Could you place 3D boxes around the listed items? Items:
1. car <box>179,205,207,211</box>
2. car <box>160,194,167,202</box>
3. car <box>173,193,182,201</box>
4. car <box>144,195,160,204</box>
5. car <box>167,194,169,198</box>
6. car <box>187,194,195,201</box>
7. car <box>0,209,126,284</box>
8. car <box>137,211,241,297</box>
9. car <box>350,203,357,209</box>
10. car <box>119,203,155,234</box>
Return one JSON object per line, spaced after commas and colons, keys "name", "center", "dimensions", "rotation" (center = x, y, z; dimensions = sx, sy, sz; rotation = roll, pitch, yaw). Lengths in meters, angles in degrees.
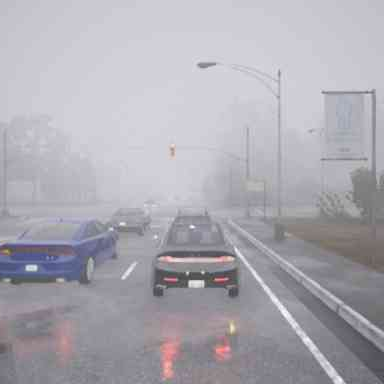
{"name": "car", "center": [0.037, 1.464, 18.071], "dimensions": [1.882, 1.535, 5.008], "rotation": [0, 0, 0]}
{"name": "car", "center": [-7.264, 1.444, 74.304], "dimensions": [1.837, 1.490, 4.892], "rotation": [0, 0, 0]}
{"name": "car", "center": [-3.803, 1.407, 85.384], "dimensions": [1.882, 1.535, 5.008], "rotation": [0, 0, 0]}
{"name": "car", "center": [-7.278, 1.461, 58.920], "dimensions": [1.837, 1.490, 4.892], "rotation": [0, 0, 0]}
{"name": "car", "center": [-7.320, 1.131, 89.976], "dimensions": [2.097, 1.767, 4.553], "rotation": [0, 0, 0]}
{"name": "car", "center": [-0.305, 1.454, 85.779], "dimensions": [2.128, 1.511, 4.902], "rotation": [0, 0, 0]}
{"name": "car", "center": [-3.432, 1.470, 9.579], "dimensions": [1.882, 1.535, 5.008], "rotation": [0, 0, 0]}
{"name": "car", "center": [0.072, 1.485, 8.575], "dimensions": [2.128, 1.511, 4.902], "rotation": [0, 0, 0]}
{"name": "car", "center": [22.261, 1.456, 41.256], "dimensions": [4.902, 1.511, 2.128], "rotation": [0, 0, 3]}
{"name": "car", "center": [-3.465, 1.550, 18.571], "dimensions": [1.994, 1.385, 4.181], "rotation": [0, 0, 0]}
